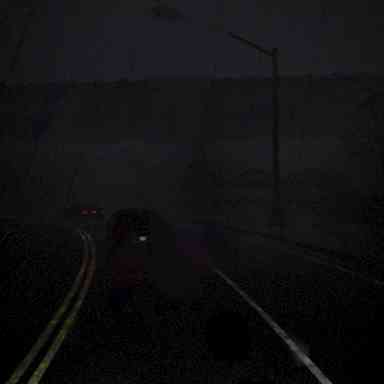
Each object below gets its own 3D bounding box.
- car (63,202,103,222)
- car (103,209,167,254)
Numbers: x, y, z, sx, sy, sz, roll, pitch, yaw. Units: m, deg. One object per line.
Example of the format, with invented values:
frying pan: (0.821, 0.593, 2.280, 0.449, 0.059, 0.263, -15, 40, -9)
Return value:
car: (-8.232, 1.457, 25.211, 2.033, 1.411, 5.357, 0, -1, -35)
car: (-2.350, 1.393, 13.268, 1.882, 1.535, 5.008, 0, 0, -18)
